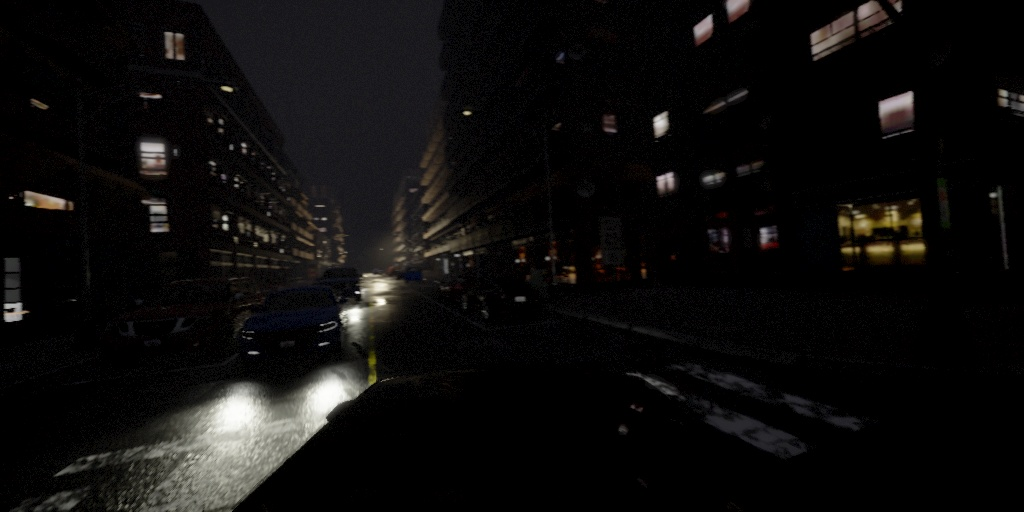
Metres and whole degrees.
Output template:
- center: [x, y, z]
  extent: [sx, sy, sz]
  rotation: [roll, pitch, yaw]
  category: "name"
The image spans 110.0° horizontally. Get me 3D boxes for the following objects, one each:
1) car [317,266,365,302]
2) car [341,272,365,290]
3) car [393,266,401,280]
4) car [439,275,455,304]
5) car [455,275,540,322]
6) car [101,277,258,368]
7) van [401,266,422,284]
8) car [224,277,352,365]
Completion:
- center: [-10.218, 1.675, 21.555]
  extent: [2.150, 2.045, 5.566]
  rotation: [-3, -1, -22]
  category: "car"
- center: [-15.395, 2.380, 34.829]
  extent: [1.837, 1.490, 4.892]
  rotation: [-3, -1, -21]
  category: "car"
- center: [-14.759, 2.534, 48.999]
  extent: [1.888, 1.381, 4.507]
  rotation: [0, 0, -22]
  category: "car"
- center: [-2.515, 1.577, 17.912]
  extent: [1.802, 1.307, 4.207]
  rotation: [0, 0, -22]
  category: "car"
- center: [-0.475, 1.395, 12.731]
  extent: [1.948, 1.339, 4.313]
  rotation: [0, 0, -22]
  category: "car"
- center: [-8.274, 1.539, 9.689]
  extent: [2.192, 1.841, 5.009]
  rotation: [0, 0, -22]
  category: "car"
- center: [-10.679, 1.999, 38.638]
  extent: [1.690, 1.789, 3.998]
  rotation: [0, 0, -22]
  category: "van"
- center: [-5.415, 1.542, 9.398]
  extent: [1.882, 1.535, 5.008]
  rotation: [-3, -1, -23]
  category: "car"
